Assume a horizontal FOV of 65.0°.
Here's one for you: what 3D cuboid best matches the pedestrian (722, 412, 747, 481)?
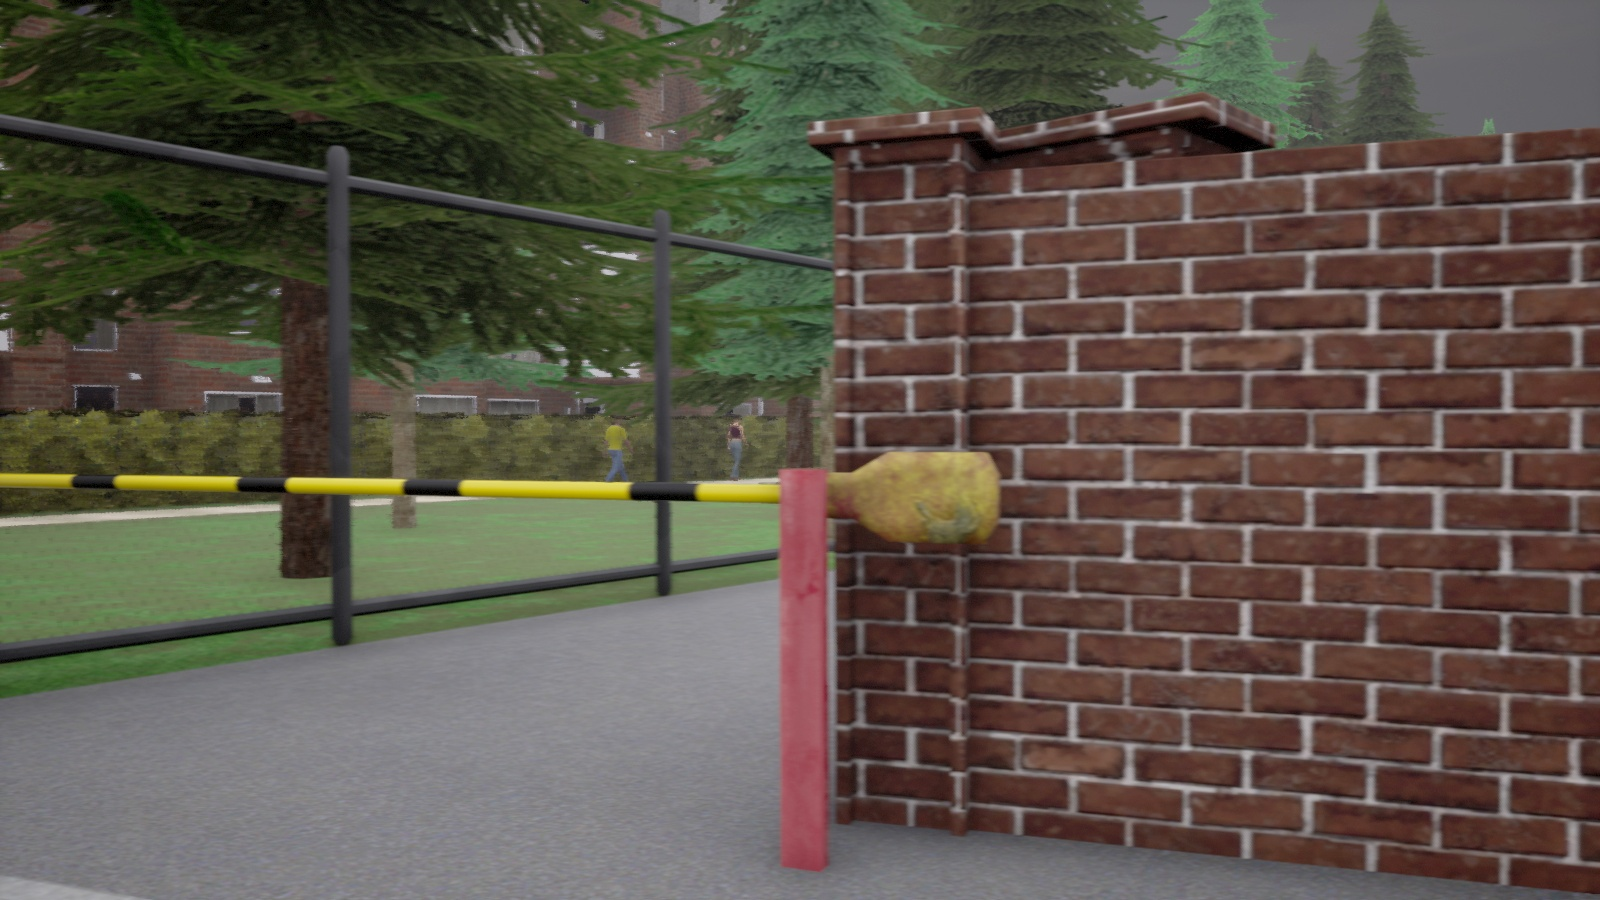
[{"bbox_3d":[-1.770,-0.092,33.916,0.345,1.836,0.594,1,1,38],"label":"pedestrian"}]

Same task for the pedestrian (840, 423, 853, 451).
[{"bbox_3d":[3.099,-0.862,83.353,0.703,1.840,0.431,1,1,34],"label":"pedestrian"}]

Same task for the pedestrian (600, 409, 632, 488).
[{"bbox_3d":[-4.345,-0.034,29.677,0.354,1.836,0.706,1,1,38],"label":"pedestrian"}]
